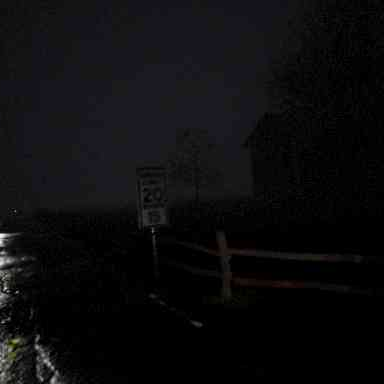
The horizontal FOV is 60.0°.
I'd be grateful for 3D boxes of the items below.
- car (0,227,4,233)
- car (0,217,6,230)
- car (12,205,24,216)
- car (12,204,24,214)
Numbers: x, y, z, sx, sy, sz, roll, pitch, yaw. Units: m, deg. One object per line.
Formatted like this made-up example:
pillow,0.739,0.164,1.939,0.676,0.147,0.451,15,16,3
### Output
car,-10.760,2.287,16.715,1.837,1.490,4.892,-4,0,-29
car,-17.222,2.776,28.651,1.812,1.442,4.674,-4,0,-28
car,-36.357,4.095,69.776,1.837,1.490,4.892,-4,0,-29
car,-41.241,4.026,78.712,2.150,2.045,5.566,-4,0,-29
